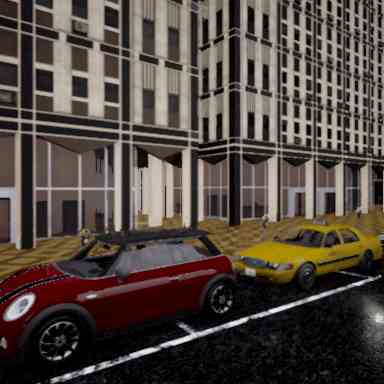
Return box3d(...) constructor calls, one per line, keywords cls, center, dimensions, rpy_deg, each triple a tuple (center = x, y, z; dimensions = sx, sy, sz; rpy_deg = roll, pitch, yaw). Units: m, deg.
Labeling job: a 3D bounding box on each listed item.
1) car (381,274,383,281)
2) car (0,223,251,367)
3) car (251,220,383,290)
box3d(cls="car", center=(6.452, 1.401, 7.987), dimensions=(5.008, 1.535, 1.882), rpy_deg=(-1, 0, -36))
box3d(cls="car", center=(-1.208, 1.422, 5.693), dimensions=(4.097, 1.590, 1.967), rpy_deg=(-1, 1, -36))
box3d(cls="car", center=(3.284, 1.465, 8.900), dimensions=(4.829, 1.417, 1.752), rpy_deg=(-1, 1, -36))
